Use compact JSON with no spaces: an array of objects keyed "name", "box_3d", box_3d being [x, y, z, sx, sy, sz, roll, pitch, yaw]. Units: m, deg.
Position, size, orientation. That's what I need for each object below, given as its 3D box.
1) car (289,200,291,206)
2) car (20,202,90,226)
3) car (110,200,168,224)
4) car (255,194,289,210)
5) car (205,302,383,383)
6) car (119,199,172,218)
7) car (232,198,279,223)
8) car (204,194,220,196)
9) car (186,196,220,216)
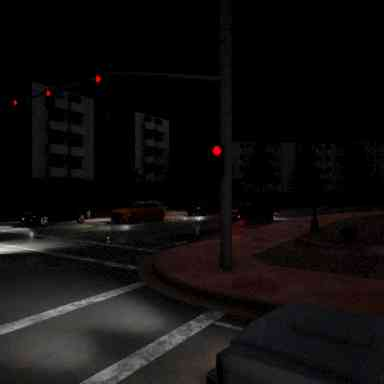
[{"name":"car","box_3d":[11.635,1.478,46.538,5.008,1.535,1.882,0,0,-30]},{"name":"car","box_3d":[-9.542,1.505,23.514,1.837,1.490,4.892,0,0,35]},{"name":"car","box_3d":[-4.001,1.478,25.490,1.882,1.535,5.008,0,0,34]},{"name":"car","box_3d":[8.826,1.222,40.420,5.566,2.045,2.150,0,0,-37]},{"name":"car","box_3d":[2.438,1.601,2.294,4.718,1.301,1.895,0,0,37]},{"name":"car","box_3d":[-4.262,1.492,31.244,2.128,1.511,4.902,0,0,35]},{"name":"car","box_3d":[4.770,1.505,25.761,1.837,1.490,4.892,0,0,36]},{"name":"car","box_3d":[2.382,1.221,39.448,5.566,2.045,2.150,0,0,-45]},{"name":"car","box_3d":[1.476,1.478,33.058,1.882,1.535,5.008,0,0,39]}]
